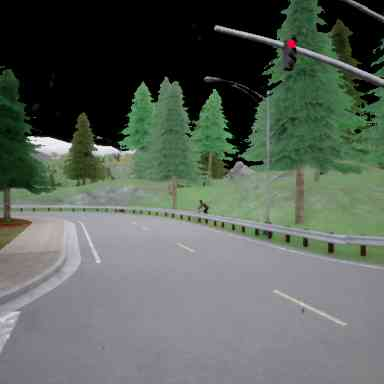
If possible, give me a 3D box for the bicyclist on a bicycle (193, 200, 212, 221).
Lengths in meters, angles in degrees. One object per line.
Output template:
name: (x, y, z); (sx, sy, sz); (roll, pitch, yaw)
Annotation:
bicyclist on a bicycle: (0.826, 1.431, 25.534); (1.656, 1.620, 0.582); (-1, 2, -20)
